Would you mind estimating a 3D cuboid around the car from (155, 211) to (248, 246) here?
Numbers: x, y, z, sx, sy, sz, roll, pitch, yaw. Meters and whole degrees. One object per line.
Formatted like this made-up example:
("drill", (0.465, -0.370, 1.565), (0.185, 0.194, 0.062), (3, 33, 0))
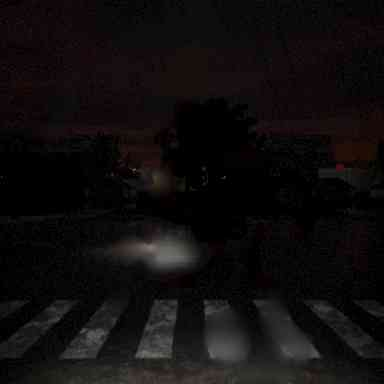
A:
("car", (0.712, 1.662, 16.316), (2.033, 1.411, 5.357), (0, 0, 41))
